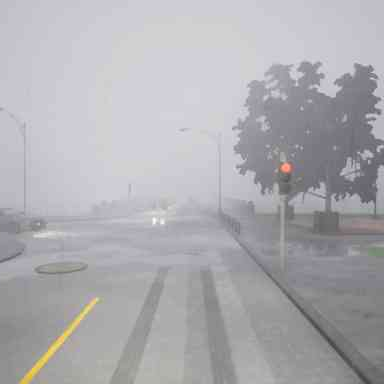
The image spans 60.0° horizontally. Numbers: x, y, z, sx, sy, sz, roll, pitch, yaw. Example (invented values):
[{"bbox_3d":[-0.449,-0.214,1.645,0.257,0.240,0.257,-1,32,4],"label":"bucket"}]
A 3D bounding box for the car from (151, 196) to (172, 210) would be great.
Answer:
[{"bbox_3d":[-4.063,1.489,42.224,2.128,1.511,4.902,0,0,0],"label":"car"}]

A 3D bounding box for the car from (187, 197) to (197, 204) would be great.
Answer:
[{"bbox_3d":[0.054,1.544,61.659,2.033,1.411,5.357,0,0,0],"label":"car"}]

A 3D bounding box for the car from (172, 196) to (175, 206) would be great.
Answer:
[{"bbox_3d":[-4.048,1.475,51.771,1.882,1.535,5.008,0,0,0],"label":"car"}]

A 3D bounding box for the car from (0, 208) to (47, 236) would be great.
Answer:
[{"bbox_3d":[-10.188,1.564,18.189,4.181,1.385,1.994,0,0,10],"label":"car"}]
